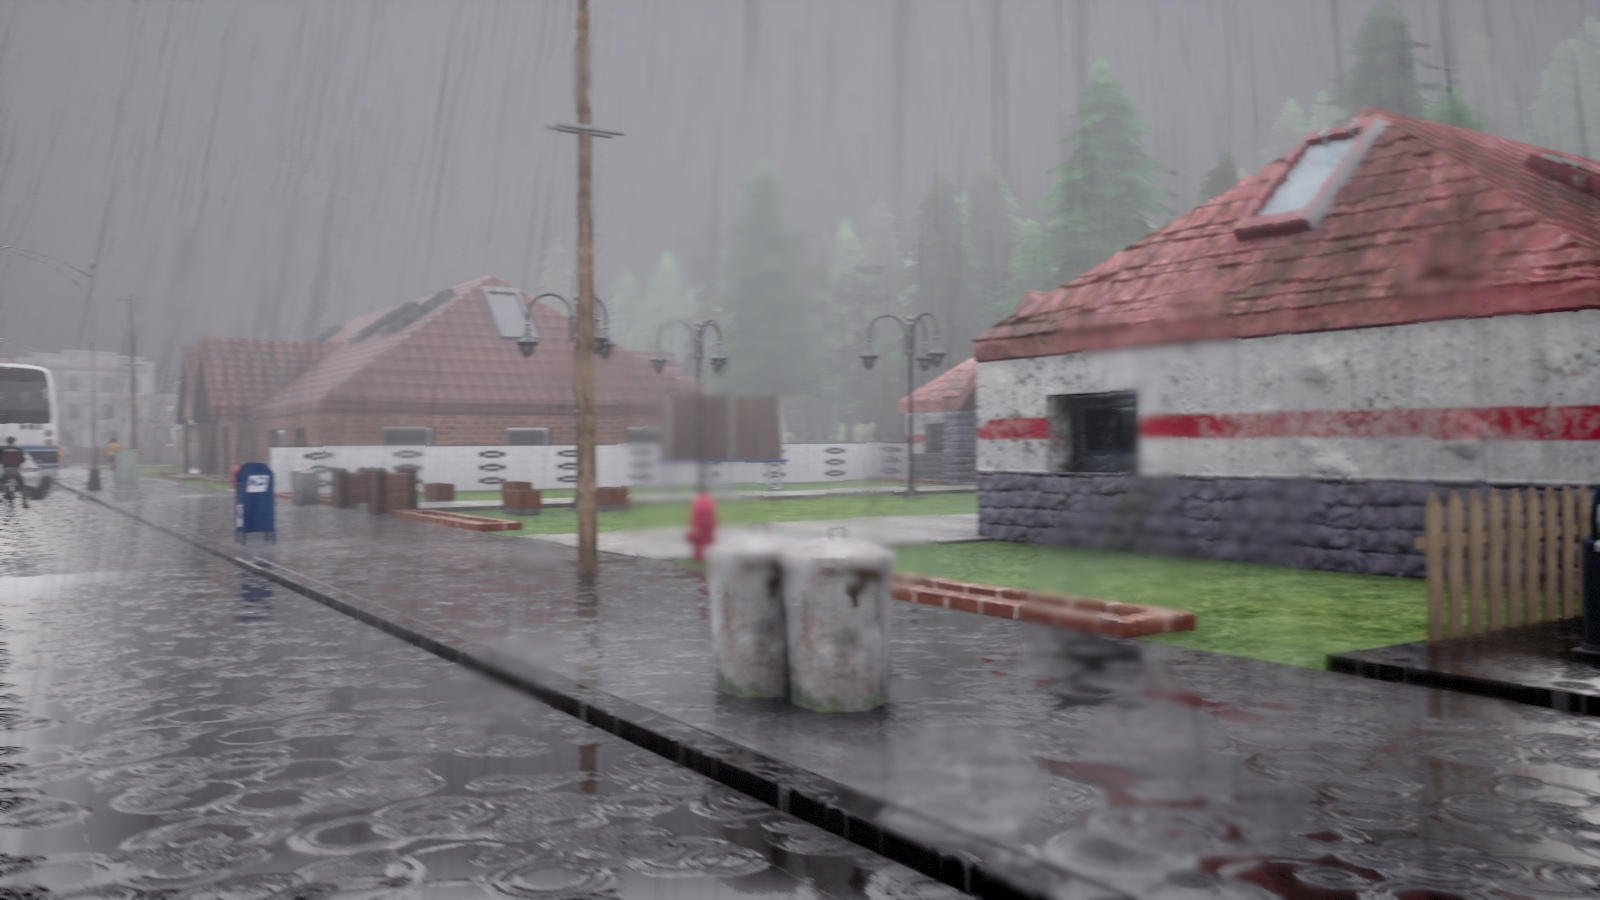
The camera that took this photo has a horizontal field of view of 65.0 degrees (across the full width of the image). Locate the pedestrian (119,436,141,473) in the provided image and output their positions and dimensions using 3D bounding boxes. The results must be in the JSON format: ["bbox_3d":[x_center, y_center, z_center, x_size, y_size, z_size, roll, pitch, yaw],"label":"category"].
[{"bbox_3d":[-33.697,0.233,63.139,0.874,1.855,0.900,0,0,-33],"label":"pedestrian"}]

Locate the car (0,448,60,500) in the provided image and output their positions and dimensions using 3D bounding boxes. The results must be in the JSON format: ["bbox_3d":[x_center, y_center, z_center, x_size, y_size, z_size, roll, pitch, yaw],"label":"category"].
[{"bbox_3d":[-23.121,0.655,37.250,1.812,1.442,4.674,0,0,-33],"label":"car"}]

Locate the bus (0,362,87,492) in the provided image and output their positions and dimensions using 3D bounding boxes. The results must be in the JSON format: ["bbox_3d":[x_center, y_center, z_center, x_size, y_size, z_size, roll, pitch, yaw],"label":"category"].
[{"bbox_3d":[-28.443,-0.772,45.516,3.944,4.253,10.273,0,0,-33],"label":"bus"}]
